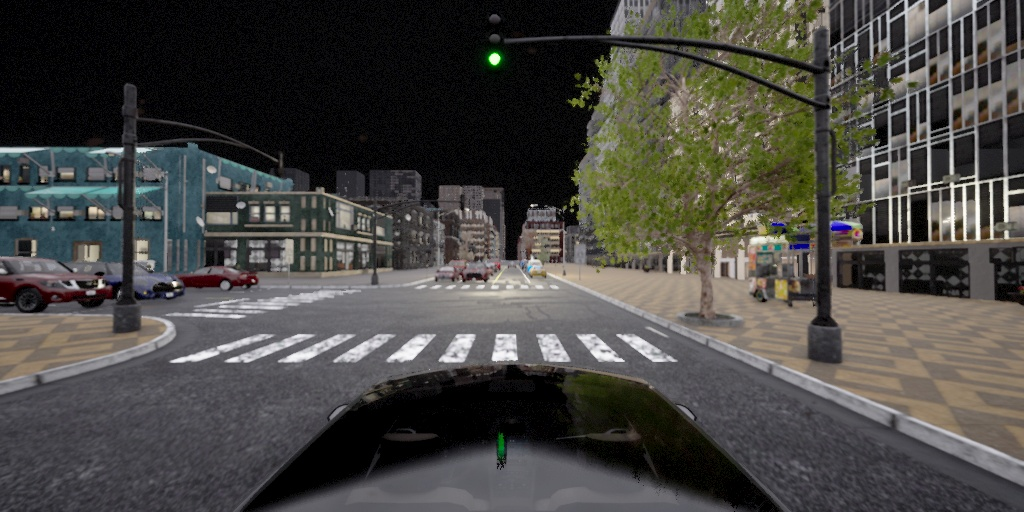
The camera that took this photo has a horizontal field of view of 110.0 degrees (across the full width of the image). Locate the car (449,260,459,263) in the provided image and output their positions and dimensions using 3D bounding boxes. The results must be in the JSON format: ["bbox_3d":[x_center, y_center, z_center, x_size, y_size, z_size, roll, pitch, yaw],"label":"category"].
[{"bbox_3d":[-5.698,1.345,37.354,2.192,1.841,5.009,0,0,0],"label":"car"}]

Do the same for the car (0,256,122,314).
[{"bbox_3d":[-17.161,0.932,12.415,5.009,1.841,2.192,0,0,-1],"label":"car"}]

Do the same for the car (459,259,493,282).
[{"bbox_3d":[-3.106,1.336,31.509,2.097,1.767,4.553,0,0,0],"label":"car"}]

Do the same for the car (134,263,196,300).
[{"bbox_3d":[-16.541,1.010,15.001,4.553,1.767,2.097,1,-1,0],"label":"car"}]

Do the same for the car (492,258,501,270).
[{"bbox_3d":[-3.060,1.448,62.098,2.150,2.045,5.566,0,0,1],"label":"car"}]

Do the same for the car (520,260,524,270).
[{"bbox_3d":[2.678,1.714,54.011,2.007,1.370,4.403,0,0,0],"label":"car"}]

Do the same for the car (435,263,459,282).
[{"bbox_3d":[-5.696,1.569,31.803,1.802,1.307,4.207,0,0,0],"label":"car"}]

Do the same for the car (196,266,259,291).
[{"bbox_3d":[-17.281,1.269,20.793,4.507,1.381,1.888,0,0,-1],"label":"car"}]

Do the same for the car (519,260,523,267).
[{"bbox_3d":[2.676,1.817,65.113,1.948,1.339,4.313,0,0,0],"label":"car"}]

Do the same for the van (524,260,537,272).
[{"bbox_3d":[2.681,1.416,42.909,1.690,1.789,3.998,0,0,0],"label":"van"}]

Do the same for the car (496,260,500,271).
[{"bbox_3d":[-3.102,1.669,51.503,1.812,1.442,4.674,0,0,0],"label":"car"}]

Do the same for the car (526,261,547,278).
[{"bbox_3d":[2.682,1.556,37.528,1.751,1.417,4.829,0,0,0],"label":"car"}]

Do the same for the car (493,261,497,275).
[{"bbox_3d":[-3.109,1.627,41.421,1.994,1.385,4.181,0,0,0],"label":"car"}]
